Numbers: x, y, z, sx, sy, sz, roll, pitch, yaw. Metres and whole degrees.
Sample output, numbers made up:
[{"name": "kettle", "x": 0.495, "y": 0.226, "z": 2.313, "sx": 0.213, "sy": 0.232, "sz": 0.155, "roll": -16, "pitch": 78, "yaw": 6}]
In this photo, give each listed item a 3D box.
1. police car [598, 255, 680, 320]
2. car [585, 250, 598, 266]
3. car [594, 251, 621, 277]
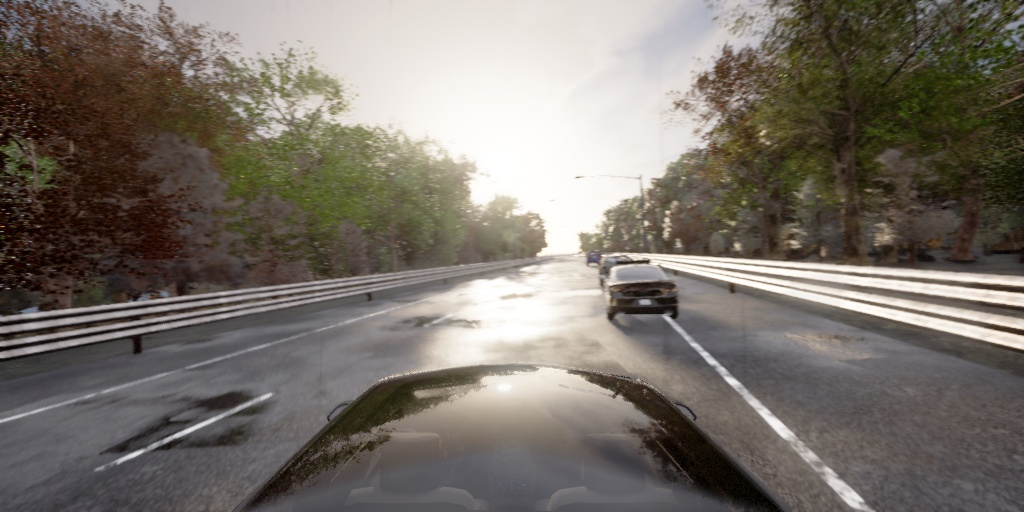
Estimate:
[{"name": "police car", "x": 3.920, "y": 0.919, "z": 11.540, "sx": 1.930, "sy": 1.638, "sz": 5.238, "roll": -3, "pitch": 0, "yaw": 13}, {"name": "car", "x": 11.134, "y": 0.279, "z": 48.558, "sx": 2.150, "sy": 2.045, "sz": 5.566, "roll": -3, "pitch": 0, "yaw": 12}, {"name": "car", "x": 6.164, "y": 0.700, "z": 21.205, "sx": 2.097, "sy": 1.767, "sz": 4.553, "roll": -3, "pitch": 0, "yaw": 13}]
